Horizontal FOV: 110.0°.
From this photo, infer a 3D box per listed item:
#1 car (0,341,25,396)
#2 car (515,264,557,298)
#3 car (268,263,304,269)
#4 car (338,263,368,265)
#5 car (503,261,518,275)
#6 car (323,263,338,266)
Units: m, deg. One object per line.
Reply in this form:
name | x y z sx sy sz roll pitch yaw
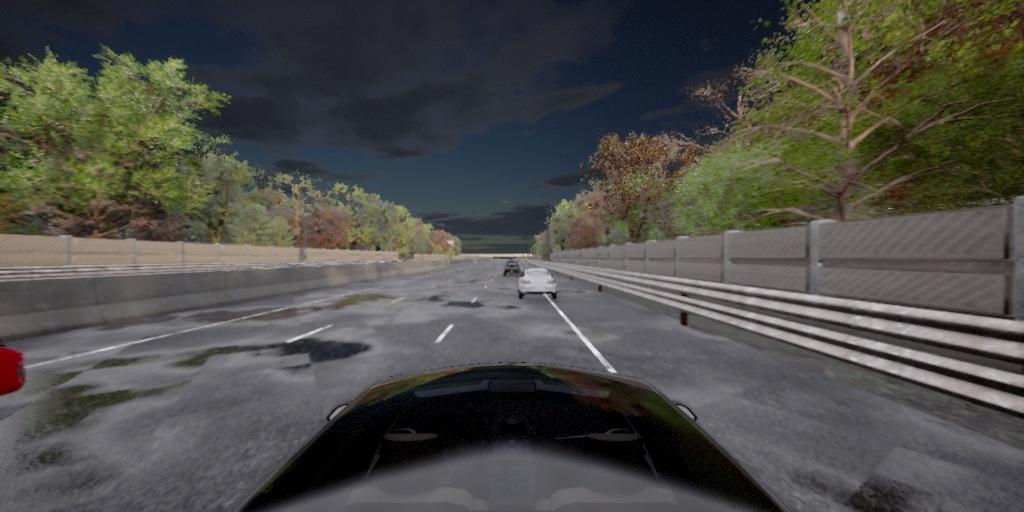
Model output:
car | -6.903 0.971 1.802 2.150 2.045 5.566 0 0 0
car | 1.219 1.320 18.486 1.812 1.442 4.674 0 0 0
car | -24.570 1.459 39.587 1.895 1.301 4.718 0 0 0
car | -17.573 1.465 41.192 1.895 1.301 4.718 0 0 1
car | 0.013 1.370 40.850 1.837 1.490 4.892 0 0 0
car | -21.068 1.465 41.263 1.895 1.301 4.718 0 0 1
